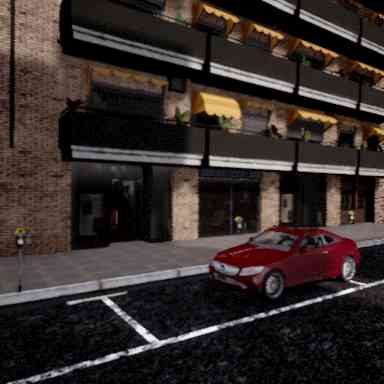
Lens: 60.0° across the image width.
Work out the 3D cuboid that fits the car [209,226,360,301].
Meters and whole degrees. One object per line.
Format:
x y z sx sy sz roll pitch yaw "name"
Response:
2.376 1.504 8.047 4.206 1.307 1.802 0 1 -33 "car"
